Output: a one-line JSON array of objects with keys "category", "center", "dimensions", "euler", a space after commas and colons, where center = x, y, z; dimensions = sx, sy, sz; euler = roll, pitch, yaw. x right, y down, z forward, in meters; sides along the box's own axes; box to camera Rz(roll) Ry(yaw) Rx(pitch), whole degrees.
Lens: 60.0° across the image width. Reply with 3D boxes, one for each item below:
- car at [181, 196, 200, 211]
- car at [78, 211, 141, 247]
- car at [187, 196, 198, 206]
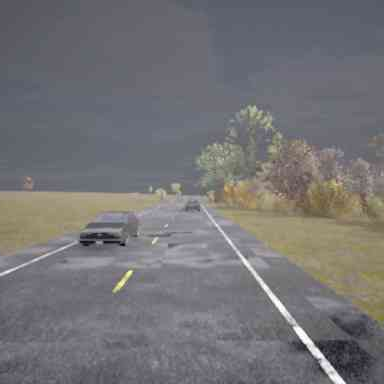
[{"category": "car", "center": [0.084, 1.633, 42.871], "dimensions": [2.128, 1.511, 4.902], "euler": [0, 0, 0]}, {"category": "car", "center": [-3.607, 1.598, 15.588], "dimensions": [2.033, 1.411, 5.357], "euler": [0, 0, 0]}, {"category": "car", "center": [0.078, 1.561, 62.302], "dimensions": [2.097, 1.767, 4.553], "euler": [0, 0, 0]}]
